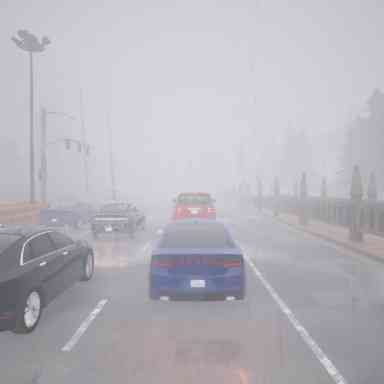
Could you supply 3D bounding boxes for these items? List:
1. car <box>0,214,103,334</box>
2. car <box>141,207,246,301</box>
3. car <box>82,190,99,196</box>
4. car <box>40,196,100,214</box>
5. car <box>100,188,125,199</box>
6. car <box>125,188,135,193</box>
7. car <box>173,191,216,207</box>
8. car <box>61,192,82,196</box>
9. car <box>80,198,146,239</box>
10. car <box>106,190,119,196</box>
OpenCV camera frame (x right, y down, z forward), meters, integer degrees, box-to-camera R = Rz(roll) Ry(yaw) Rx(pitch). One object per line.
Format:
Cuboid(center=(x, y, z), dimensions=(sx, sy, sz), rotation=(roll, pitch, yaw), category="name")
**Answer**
Cuboid(center=(-3.401, 1.435, 6.603), dimensions=(1.837, 1.490, 4.892), rotation=(0, 1, 0), category="car")
Cuboid(center=(0.101, 1.383, 8.189), dimensions=(1.882, 1.535, 5.008), rotation=(0, 1, 0), category="car")
Cuboid(center=(-20.793, 0.377, 66.263), dimensions=(2.097, 1.767, 4.553), rotation=(0, 1, 0), category="car")
Cuboid(center=(-6.869, 1.219, 19.059), dimensions=(1.882, 1.535, 5.008), rotation=(0, 1, 0), category="car")
Cuboid(center=(-13.900, 0.367, 58.352), dimensions=(2.150, 2.045, 5.566), rotation=(0, 1, 0), category="car")
Cuboid(center=(-13.783, 0.214, 68.674), dimensions=(2.150, 2.045, 5.566), rotation=(0, 1, 0), category="car")
Cuboid(center=(0.124, 0.978, 18.059), dimensions=(2.150, 2.045, 5.566), rotation=(0, 1, 0), category="car")
Cuboid(center=(-20.902, 0.697, 56.609), dimensions=(1.812, 1.442, 4.674), rotation=(0, 1, 1), category="car")
Cuboid(center=(-3.379, 1.279, 15.976), dimensions=(2.128, 1.511, 4.902), rotation=(0, 1, 0), category="car")
Cuboid(center=(-20.714, 0.250, 87.092), dimensions=(2.033, 1.411, 5.357), rotation=(0, 1, 0), category="car")
